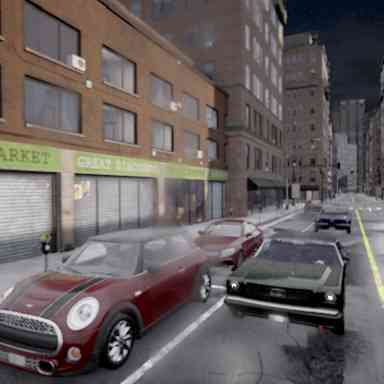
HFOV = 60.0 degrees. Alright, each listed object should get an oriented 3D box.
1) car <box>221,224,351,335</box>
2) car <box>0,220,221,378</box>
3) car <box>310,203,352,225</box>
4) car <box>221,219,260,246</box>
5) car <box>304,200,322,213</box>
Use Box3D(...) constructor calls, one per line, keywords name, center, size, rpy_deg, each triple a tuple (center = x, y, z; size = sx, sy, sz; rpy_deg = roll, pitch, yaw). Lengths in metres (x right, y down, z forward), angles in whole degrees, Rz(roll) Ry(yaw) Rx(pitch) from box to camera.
Box3D(name="car", center=(2.265, 1.593, 7.001), size=(1.895, 1.301, 4.718), rpy_deg=(0, 0, 26))
Box3D(name="car", center=(-1.205, 1.437, 5.708), size=(1.967, 1.590, 4.097), rpy_deg=(-1, 0, 25))
Box3D(name="car", center=(8.277, 1.572, 19.370), size=(1.895, 1.301, 4.718), rpy_deg=(0, 0, 26))
Box3D(name="car", center=(1.201, 1.572, 10.750), size=(1.802, 1.307, 4.206), rpy_deg=(-1, 0, 25))
Box3D(name="car", center=(13.221, 1.487, 35.959), size=(1.887, 1.381, 4.507), rpy_deg=(-1, 0, 25))
